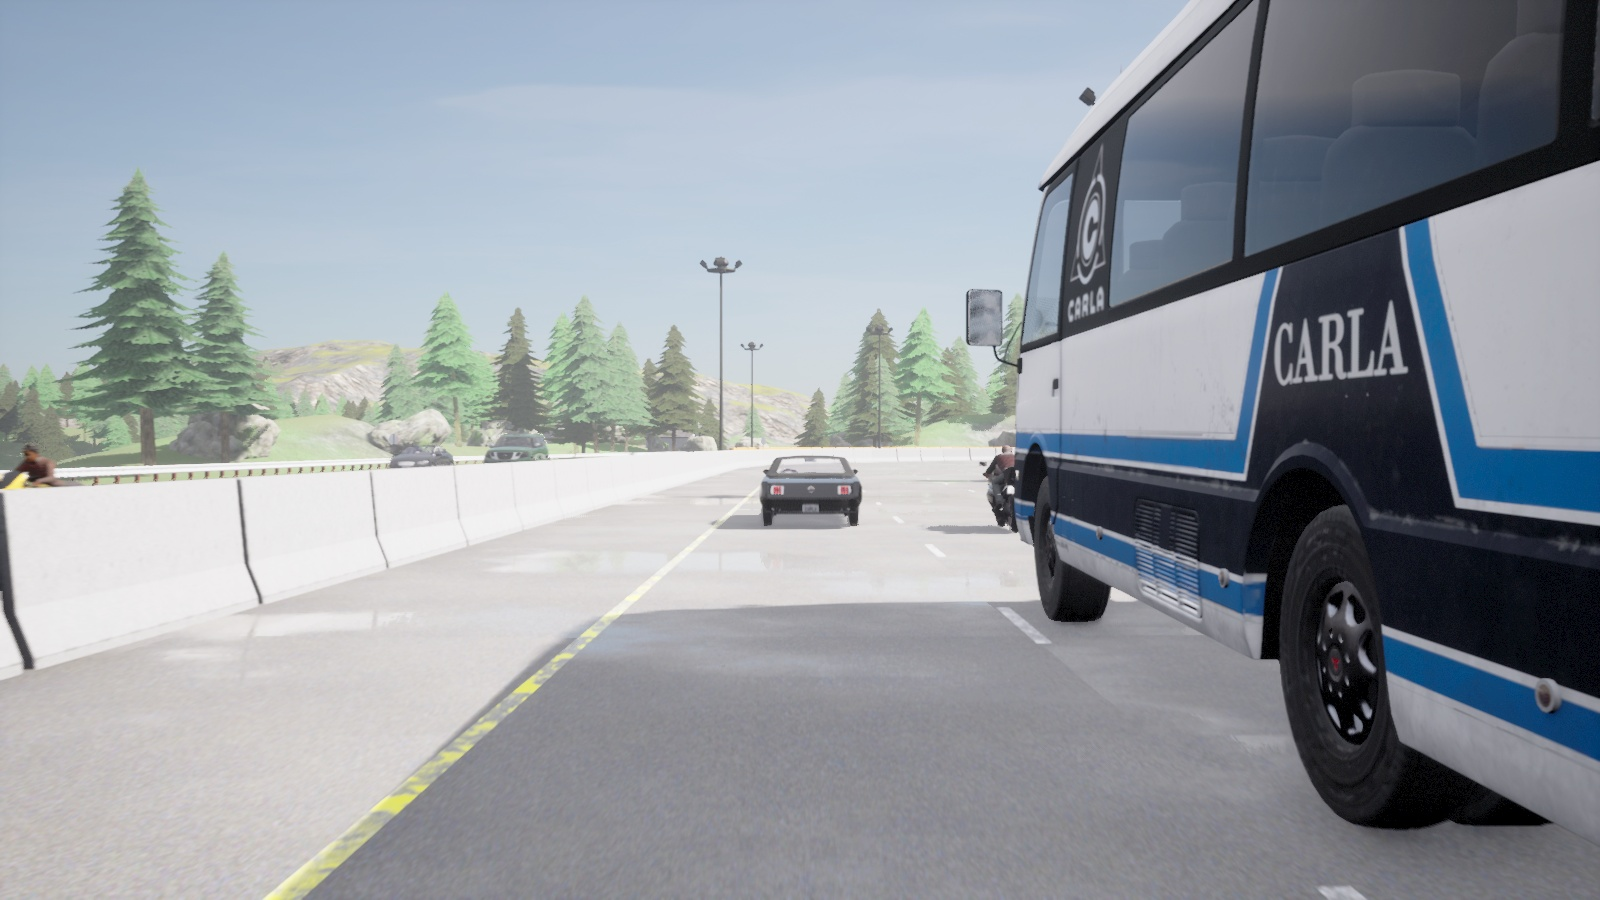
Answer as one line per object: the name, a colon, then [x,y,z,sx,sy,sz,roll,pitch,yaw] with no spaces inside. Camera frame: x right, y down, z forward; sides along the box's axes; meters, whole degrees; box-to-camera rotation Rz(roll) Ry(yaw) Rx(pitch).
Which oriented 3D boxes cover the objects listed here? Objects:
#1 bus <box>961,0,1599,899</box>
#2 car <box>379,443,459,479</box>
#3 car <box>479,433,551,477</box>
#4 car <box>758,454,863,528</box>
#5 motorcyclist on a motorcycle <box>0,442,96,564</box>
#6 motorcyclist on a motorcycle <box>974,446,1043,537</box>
bus: [3.594,-0.656,7.562,3.944,4.253,10.273,0,1,0]
car: [-17.123,0.465,56.680,2.128,1.511,4.902,0,0,0]
car: [-13.597,0.216,60.331,2.150,2.045,5.566,0,0,1]
car: [0.207,0.749,25.005,1.895,1.301,4.718,0,0,0]
motorcyclist on a motorcycle: [-10.349,0.654,16.725,0.797,1.523,2.044,0,0,0]
motorcyclist on a motorcycle: [3.690,0.697,22.385,0.866,1.530,2.191,0,0,0]
